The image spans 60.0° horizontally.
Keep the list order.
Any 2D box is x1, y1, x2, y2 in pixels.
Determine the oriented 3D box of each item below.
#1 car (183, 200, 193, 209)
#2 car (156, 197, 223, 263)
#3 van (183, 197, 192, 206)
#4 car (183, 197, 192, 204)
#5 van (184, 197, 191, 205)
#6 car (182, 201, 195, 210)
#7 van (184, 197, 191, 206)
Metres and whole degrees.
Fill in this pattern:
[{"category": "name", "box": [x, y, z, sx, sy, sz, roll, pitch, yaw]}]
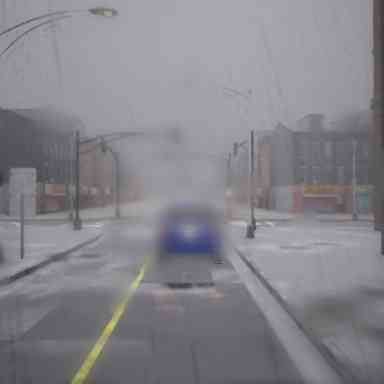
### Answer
[{"category": "car", "box": [-0.722, 2.077, 57.574, 1.752, 1.417, 4.829, 0, -1, -1]}, {"category": "car", "box": [-0.086, 1.346, 12.593, 2.150, 2.045, 5.566, 0, 0, 0]}, {"category": "van", "box": [-0.908, 2.001, 68.615, 1.690, 1.788, 3.998, 0, -1, -1]}, {"category": "car", "box": [-1.189, 2.148, 85.429, 2.192, 1.841, 5.009, 0, -1, -1]}, {"category": "van", "box": [-1.096, 2.115, 79.824, 1.690, 1.788, 3.998, 0, -1, -1]}, {"category": "car", "box": [-0.625, 2.062, 51.800, 1.947, 1.339, 4.313, 0, -1, -1]}, {"category": "van", "box": [-1.002, 2.058, 74.220, 1.690, 1.788, 3.998, 0, -1, -1]}]
